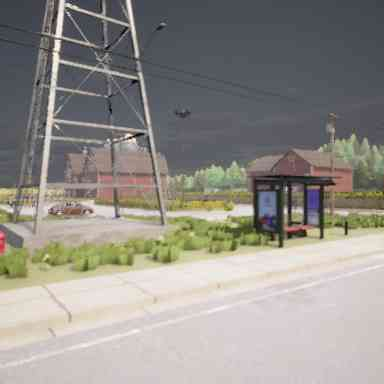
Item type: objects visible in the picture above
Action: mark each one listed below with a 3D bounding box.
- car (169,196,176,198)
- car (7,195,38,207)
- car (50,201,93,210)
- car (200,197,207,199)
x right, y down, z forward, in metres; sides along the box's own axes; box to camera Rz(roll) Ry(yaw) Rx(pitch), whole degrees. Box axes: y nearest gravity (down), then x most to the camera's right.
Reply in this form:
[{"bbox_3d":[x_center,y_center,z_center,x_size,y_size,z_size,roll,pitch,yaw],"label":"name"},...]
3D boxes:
[{"bbox_3d":[-4.246,1.551,65.329,1.994,1.385,4.181,0,0,-36],"label":"car"},{"bbox_3d":[-24.668,1.309,49.252,4.605,1.855,1.932,0,0,-36],"label":"car"},{"bbox_3d":[-11.255,1.518,31.212,3.905,1.438,1.784,0,0,-36],"label":"car"},{"bbox_3d":[1.905,1.551,56.878,1.994,1.385,4.181,0,0,-35],"label":"car"}]
